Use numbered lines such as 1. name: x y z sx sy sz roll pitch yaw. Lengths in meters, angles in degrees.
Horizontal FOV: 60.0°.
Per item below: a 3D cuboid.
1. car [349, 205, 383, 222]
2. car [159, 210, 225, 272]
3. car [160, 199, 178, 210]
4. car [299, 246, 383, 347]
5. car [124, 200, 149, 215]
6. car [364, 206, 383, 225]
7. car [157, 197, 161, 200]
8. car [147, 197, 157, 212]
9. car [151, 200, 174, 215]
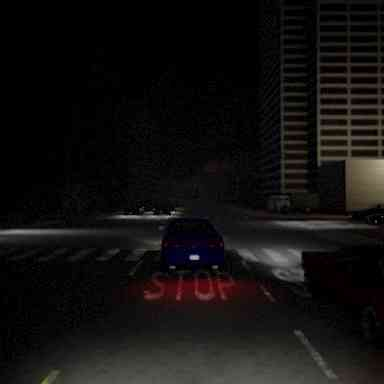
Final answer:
1. car: 15.910 1.811 28.183 4.902 1.511 2.128 0 -1 0
2. car: -0.111 1.628 11.447 1.882 1.535 5.008 0 0 -4
3. car: -3.595 2.226 49.886 1.994 1.385 4.181 0 -1 0
4. car: 3.605 1.687 6.383 1.895 1.301 4.718 0 -1 1
5. car: -7.096 2.096 41.285 2.033 1.411 5.357 0 -1 0
6. car: 15.847 1.874 24.681 4.718 1.301 1.895 0 -1 0
7. car: -7.024 2.087 65.263 2.150 2.045 5.566 0 -1 0
8. car: -7.095 2.025 50.720 2.097 1.767 4.553 0 -1 0
9. car: -3.594 2.049 40.973 1.837 1.490 4.892 0 -1 0
